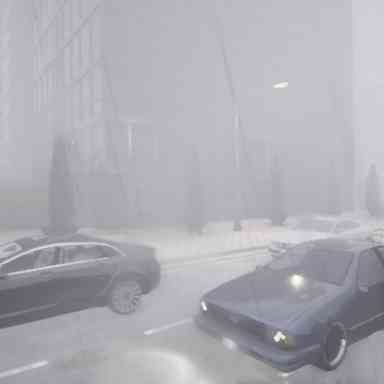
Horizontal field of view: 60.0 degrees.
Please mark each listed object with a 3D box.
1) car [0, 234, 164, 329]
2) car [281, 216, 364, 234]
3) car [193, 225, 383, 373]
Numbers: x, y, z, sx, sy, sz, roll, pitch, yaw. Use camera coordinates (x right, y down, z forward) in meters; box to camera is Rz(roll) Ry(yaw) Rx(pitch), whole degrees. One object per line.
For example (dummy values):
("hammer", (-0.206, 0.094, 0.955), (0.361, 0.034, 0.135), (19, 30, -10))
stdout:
("car", (-2.883, 1.601, 6.209), (4.902, 1.511, 2.128), (0, -1, -37))
("car", (4.760, 1.607, 11.906), (4.674, 1.442, 1.812), (0, -1, -37))
("car", (2.620, 1.588, 5.946), (5.357, 1.411, 2.033), (0, -1, -37))
